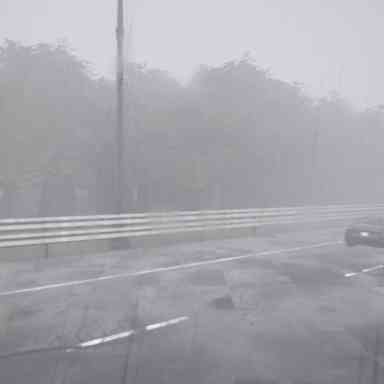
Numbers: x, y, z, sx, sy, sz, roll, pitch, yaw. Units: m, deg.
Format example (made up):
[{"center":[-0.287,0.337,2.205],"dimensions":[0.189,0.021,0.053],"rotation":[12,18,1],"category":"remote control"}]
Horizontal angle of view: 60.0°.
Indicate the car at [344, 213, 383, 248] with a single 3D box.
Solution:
[{"center":[8.267,1.583,13.940],"dimensions":[4.181,1.385,1.994],"rotation":[0,1,-35],"category":"car"}]
